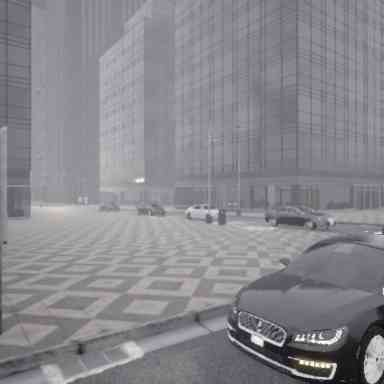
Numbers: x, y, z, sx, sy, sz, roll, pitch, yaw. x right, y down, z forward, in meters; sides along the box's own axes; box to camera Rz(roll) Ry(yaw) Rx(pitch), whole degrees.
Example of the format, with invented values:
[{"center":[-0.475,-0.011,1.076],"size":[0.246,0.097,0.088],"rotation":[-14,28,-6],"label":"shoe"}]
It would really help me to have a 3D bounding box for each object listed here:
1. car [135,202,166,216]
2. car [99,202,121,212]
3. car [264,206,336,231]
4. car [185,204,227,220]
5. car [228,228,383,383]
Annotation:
[{"center":[-4.858,1.986,38.452],"size":[1.837,1.490,4.892],"rotation":[0,-1,-36],"label":"car"},{"center":[-12.081,2.182,48.521],"size":[1.837,1.490,4.892],"rotation":[0,-1,-35],"label":"car"},{"center":[7.012,1.662,22.058],"size":[2.128,1.511,4.902],"rotation":[0,-1,-35],"label":"car"},{"center":[1.179,1.849,30.115],"size":[1.812,1.442,4.674],"rotation":[0,-1,-36],"label":"car"},{"center":[2.747,1.499,5.336],"size":[4.892,1.490,1.837],"rotation":[0,0,-36],"label":"car"}]
